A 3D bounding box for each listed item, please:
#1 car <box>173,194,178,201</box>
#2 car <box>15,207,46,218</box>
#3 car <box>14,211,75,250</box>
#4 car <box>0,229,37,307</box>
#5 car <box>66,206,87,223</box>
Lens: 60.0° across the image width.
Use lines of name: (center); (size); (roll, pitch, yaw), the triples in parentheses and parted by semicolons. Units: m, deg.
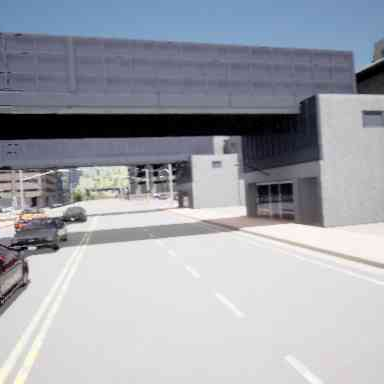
car: (-3.432, 1.301, 84.276); (1.932, 1.855, 4.605); (-3, 0, -14)
car: (-14.137, 2.186, 29.468); (2.097, 1.767, 4.553); (-3, 0, -13)
car: (-7.273, 1.974, 16.356); (2.033, 1.411, 5.357); (-3, 0, -14)
car: (-5.000, 1.859, 7.251); (1.994, 1.385, 4.181); (-3, 0, -14)
car: (-11.017, 2.119, 31.423); (1.882, 1.535, 5.008); (-3, 0, -14)
